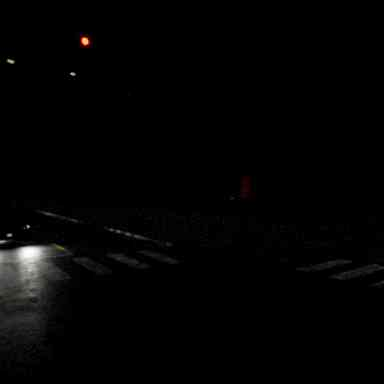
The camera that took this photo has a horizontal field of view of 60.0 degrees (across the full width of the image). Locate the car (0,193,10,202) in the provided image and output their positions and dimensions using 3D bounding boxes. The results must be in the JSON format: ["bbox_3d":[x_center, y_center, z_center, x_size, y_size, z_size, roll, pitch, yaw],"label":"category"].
[{"bbox_3d":[-24.749,0.950,42.690,2.097,1.767,4.553,0,0,-36],"label":"car"}]

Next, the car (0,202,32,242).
[{"bbox_3d":[-8.498,1.373,14.775,1.812,1.442,4.674,0,1,-38],"label":"car"}]
